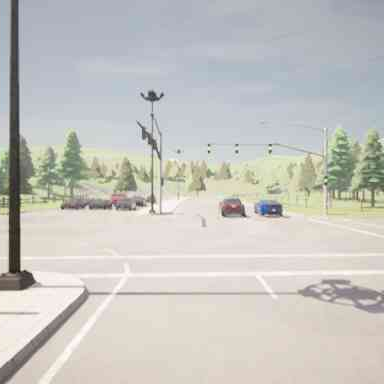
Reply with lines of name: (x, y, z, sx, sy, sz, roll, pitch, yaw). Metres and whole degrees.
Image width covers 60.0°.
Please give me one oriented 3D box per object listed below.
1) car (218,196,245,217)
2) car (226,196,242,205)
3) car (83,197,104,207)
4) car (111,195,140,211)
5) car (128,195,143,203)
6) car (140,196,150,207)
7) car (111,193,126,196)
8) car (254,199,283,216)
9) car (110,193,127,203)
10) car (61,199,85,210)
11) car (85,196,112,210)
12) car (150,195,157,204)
car: (3.648, 1.317, 31.131, 2.097, 1.767, 4.553, 0, 0, 0)
car: (7.189, 1.428, 57.070, 2.128, 1.511, 4.902, 0, 0, 0)
car: (-14.992, 1.507, 50.945, 1.994, 1.385, 4.181, 0, 0, 1)
car: (-8.019, 1.460, 40.536, 1.837, 1.490, 4.892, 0, 0, 0)
car: (-11.397, 1.418, 67.546, 2.128, 1.511, 4.902, 0, 0, 0)
car: (-8.004, 1.422, 49.747, 1.882, 1.535, 5.008, 0, 0, 0)
car: (-11.493, 1.163, 51.673, 2.150, 2.045, 5.566, 0, 0, 0)
car: (7.149, 1.442, 31.519, 1.882, 1.535, 5.008, 0, 0, 0)
car: (-14.892, 1.147, 67.559, 2.150, 2.045, 5.566, 0, 0, 0)
car: (-15.010, 1.517, 42.158, 1.994, 1.385, 4.181, 0, 0, 0)
car: (-11.501, 1.517, 42.032, 1.994, 1.385, 4.181, 0, 0, 1)
car: (-7.926, 1.434, 64.216, 1.837, 1.490, 4.892, 0, 0, 1)
